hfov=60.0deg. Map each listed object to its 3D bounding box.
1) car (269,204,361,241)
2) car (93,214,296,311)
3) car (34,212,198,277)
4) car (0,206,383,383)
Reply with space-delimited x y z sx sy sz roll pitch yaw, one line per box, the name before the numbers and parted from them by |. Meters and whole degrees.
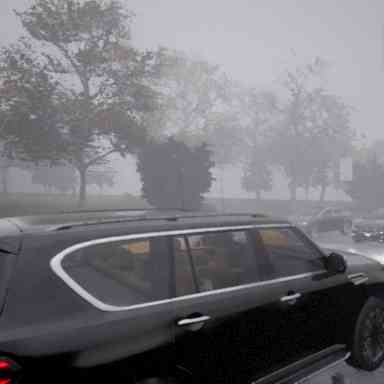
car | 6.491 1.477 17.342 4.902 1.511 2.128 0 0 -36
car | 0.283 1.471 8.462 5.008 1.535 1.882 0 0 -36
car | -2.326 1.504 10.899 4.892 1.490 1.837 0 0 -35
car | 0.255 1.218 3.976 5.566 2.045 2.150 0 0 -36
